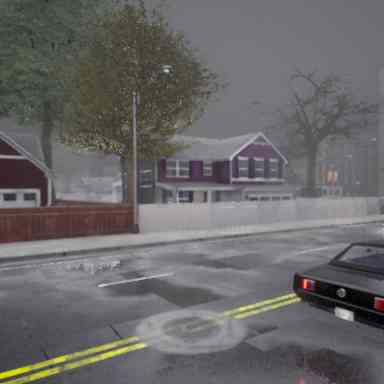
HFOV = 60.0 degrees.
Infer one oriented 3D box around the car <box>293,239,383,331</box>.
[{"bbox_3d":[4.171,1.595,6.386,4.718,1.301,1.895,0,0,-35],"label":"car"}]
